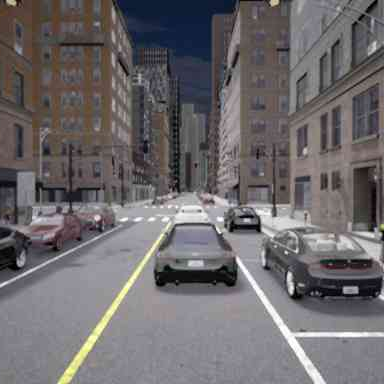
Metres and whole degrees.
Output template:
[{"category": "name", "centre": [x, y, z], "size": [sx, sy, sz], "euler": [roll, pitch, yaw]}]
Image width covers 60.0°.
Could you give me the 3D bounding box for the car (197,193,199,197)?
[{"category": "car", "centre": [2.824, 1.218, 77.880], "size": [1.967, 1.590, 4.097], "euler": [0, 0, 0]}]

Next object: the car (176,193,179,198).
[{"category": "car", "centre": [-5.694, 1.087, 94.106], "size": [2.192, 1.841, 5.009], "euler": [0, 0, 0]}]

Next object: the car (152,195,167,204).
[{"category": "car", "centre": [-5.710, 1.397, 56.246], "size": [1.802, 1.307, 4.206], "euler": [0, 0, 0]}]

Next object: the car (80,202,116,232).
[{"category": "car", "centre": [-5.695, 1.365, 19.143], "size": [1.967, 1.590, 4.097], "euler": [0, 0, 0]}]

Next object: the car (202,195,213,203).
[{"category": "car", "centre": [2.817, 1.328, 61.824], "size": [1.752, 1.417, 4.829], "euler": [0, 0, 0]}]

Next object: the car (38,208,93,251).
[{"category": "car", "centre": [-5.687, 1.528, 13.642], "size": [1.802, 1.307, 4.206], "euler": [0, 0, 0]}]

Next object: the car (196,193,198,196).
[{"category": "car", "centre": [2.829, 1.212, 88.698], "size": [1.967, 1.590, 4.097], "euler": [0, 0, 0]}]

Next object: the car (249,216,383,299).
[{"category": "car", "centre": [2.846, 1.518, 8.152], "size": [2.008, 1.369, 4.403], "euler": [0, 0, 0]}]

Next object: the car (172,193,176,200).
[{"category": "car", "centre": [-5.698, 1.299, 83.119], "size": [1.752, 1.417, 4.829], "euler": [0, 0, 0]}]

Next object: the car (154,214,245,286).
[{"category": "car", "centre": [0.070, 1.527, 9.280], "size": [1.994, 1.385, 4.181], "euler": [0, 0, 0]}]

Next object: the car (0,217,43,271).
[{"category": "car", "centre": [-5.679, 1.533, 8.141], "size": [1.947, 1.339, 4.313], "euler": [0, 0, 0]}]

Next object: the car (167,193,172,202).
[{"category": "car", "centre": [-5.705, 1.343, 67.063], "size": [2.008, 1.369, 4.403], "euler": [0, 0, 0]}]

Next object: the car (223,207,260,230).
[{"category": "car", "centre": [2.831, 1.491, 19.155], "size": [1.947, 1.339, 4.313], "euler": [0, 0, 0]}]

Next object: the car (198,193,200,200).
[{"category": "car", "centre": [2.820, 1.343, 67.062], "size": [2.008, 1.369, 4.403], "euler": [0, 0, 0]}]

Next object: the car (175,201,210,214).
[{"category": "car", "centre": [0.011, 1.454, 18.370], "size": [1.812, 1.442, 4.674], "euler": [0, 0, 1]}]

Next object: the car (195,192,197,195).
[{"category": "car", "centre": [2.831, 1.088, 94.107], "size": [2.192, 1.841, 5.009], "euler": [0, 0, 0]}]

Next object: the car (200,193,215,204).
[{"category": "car", "centre": [2.815, 1.255, 56.244], "size": [1.967, 1.590, 4.097], "euler": [0, 0, 0]}]
